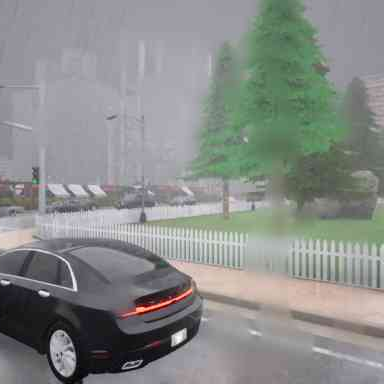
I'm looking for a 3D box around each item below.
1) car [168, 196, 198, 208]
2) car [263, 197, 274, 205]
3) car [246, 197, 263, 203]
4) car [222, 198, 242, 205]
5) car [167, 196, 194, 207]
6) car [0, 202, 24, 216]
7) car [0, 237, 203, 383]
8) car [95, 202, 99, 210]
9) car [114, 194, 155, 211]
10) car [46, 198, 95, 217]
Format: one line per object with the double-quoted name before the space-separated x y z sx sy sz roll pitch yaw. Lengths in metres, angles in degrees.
"car" -1.101 1.352 48.703 2.097 1.767 4.553 0 0 34
"car" 14.987 1.564 59.794 1.994 1.385 4.181 0 0 34
"car" 11.889 1.221 61.459 2.150 2.045 5.566 0 0 34
"car" 6.403 1.526 53.270 1.812 1.442 4.674 0 0 34
"car" -1.834 1.505 53.865 1.837 1.490 4.892 0 0 34
"car" -17.970 1.601 30.006 1.895 1.301 4.718 0 0 36
"car" -2.121 1.505 5.440 4.892 1.490 1.837 0 0 36
"car" -12.835 1.478 37.538 1.882 1.535 5.008 0 0 34
"car" -6.804 1.221 40.240 2.150 2.045 5.566 0 0 34
"car" -12.276 1.491 32.092 2.128 1.511 4.902 0 0 34
